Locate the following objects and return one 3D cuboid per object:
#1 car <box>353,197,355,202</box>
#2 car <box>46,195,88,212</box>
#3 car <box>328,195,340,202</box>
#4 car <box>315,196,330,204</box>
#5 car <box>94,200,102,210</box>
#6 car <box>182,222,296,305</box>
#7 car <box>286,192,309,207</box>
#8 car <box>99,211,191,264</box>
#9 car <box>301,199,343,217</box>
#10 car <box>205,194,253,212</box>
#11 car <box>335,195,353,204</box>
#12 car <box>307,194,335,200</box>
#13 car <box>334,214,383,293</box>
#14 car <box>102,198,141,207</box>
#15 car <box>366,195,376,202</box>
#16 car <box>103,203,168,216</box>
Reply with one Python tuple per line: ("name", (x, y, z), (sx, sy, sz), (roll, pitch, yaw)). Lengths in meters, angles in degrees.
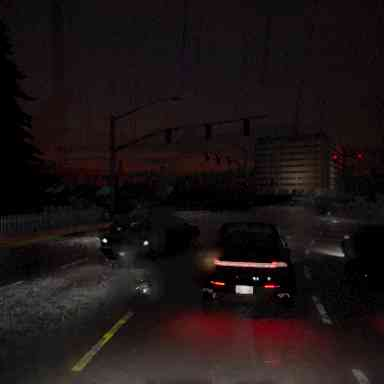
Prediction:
("car", (33.998, 1.522, 71.841), (2.128, 1.511, 4.902), (0, 0, 32))
("car", (-14.117, 1.275, 37.047), (5.566, 2.045, 2.150), (0, 0, 32))
("car", (32.323, 1.514, 75.803), (1.812, 1.442, 4.674), (0, 0, 32))
("car", (25.378, 1.501, 64.488), (1.837, 1.490, 4.892), (0, 0, 32))
("car", (-9.084, 1.545, 38.037), (4.902, 1.511, 2.128), (0, 0, 32))
("car", (1.428, 1.491, 8.181), (2.128, 1.511, 4.902), (0, 0, 12))
("car", (16.495, 1.219, 50.215), (2.150, 2.045, 5.566), (0, 0, 32))
("car", (-1.308, 1.600, 12.126), (1.895, 1.301, 4.718), (0, 0, 20))
("car", (12.410, 1.645, 32.185), (1.895, 1.301, 4.718), (0, 0, 2))
("car", (4.238, 1.264, 38.372), (5.566, 2.045, 2.150), (-1, 2, 2))
("car", (28.477, 1.545, 62.856), (2.033, 1.411, 5.357), (0, 0, 32))
("car", (17.685, 1.350, 45.448), (2.097, 1.767, 4.553), (0, 0, 32))
("car", (5.180, 1.547, 8.554), (2.033, 1.411, 5.357), (0, 0, 16))
("car", (-5.986, 1.406, 31.975), (4.553, 1.767, 2.097), (0, 0, 32))
("car", (42.671, 1.521, 79.280), (2.128, 1.511, 4.902), (0, 0, 32))
("car", (-2.519, 1.524, 18.273), (1.812, 1.442, 4.674), (0, 0, 25))
